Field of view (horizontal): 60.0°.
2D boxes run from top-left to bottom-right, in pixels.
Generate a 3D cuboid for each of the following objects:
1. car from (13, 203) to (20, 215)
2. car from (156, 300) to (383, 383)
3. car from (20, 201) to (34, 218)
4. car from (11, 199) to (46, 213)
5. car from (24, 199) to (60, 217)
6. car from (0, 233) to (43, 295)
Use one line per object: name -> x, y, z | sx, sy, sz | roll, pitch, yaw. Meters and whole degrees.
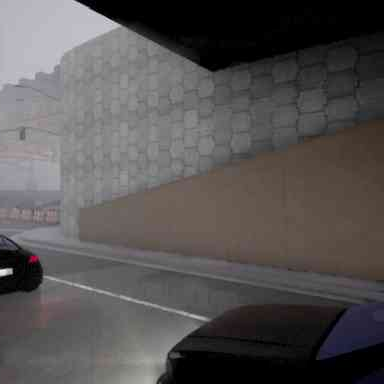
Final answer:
car -> -15.766, 1.475, 32.377 | 2.038, 1.542, 4.974 | 0, 0, -9
car -> 2.278, 1.547, 2.364 | 5.357, 1.411, 2.033 | 0, 0, 36
car -> -12.077, 1.472, 29.615 | 4.974, 1.542, 2.038 | 0, 0, 1
car -> -15.775, 1.318, 32.428 | 1.853, 1.218, 4.536 | 0, 0, -9
car -> -12.026, 1.314, 29.615 | 4.536, 1.218, 1.853 | 0, 0, 1
car -> -5.362, 1.570, 7.786 | 4.181, 1.385, 1.994 | 0, 0, 36
